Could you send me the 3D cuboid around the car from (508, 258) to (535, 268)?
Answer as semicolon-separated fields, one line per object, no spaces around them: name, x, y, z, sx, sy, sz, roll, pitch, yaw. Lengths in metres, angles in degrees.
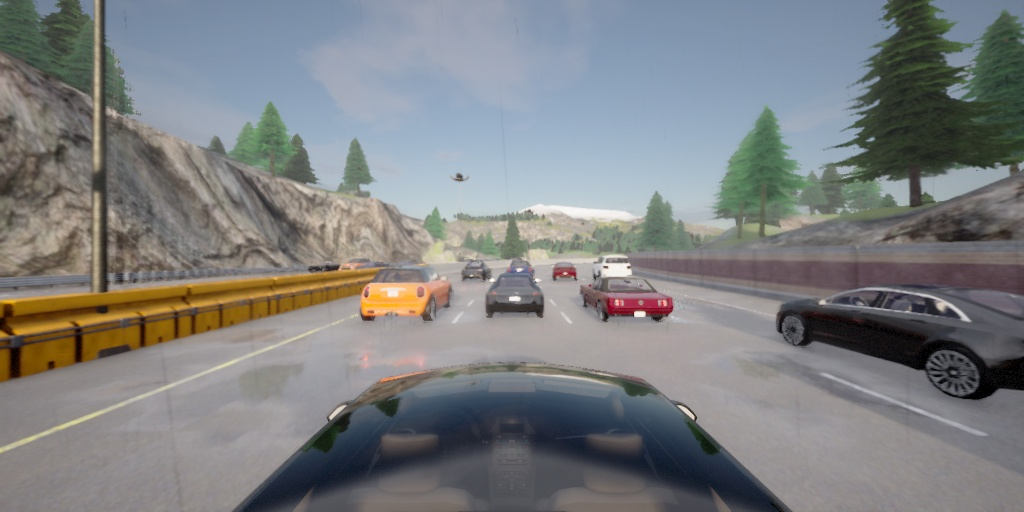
car;0.749;1.096;28.583;2.097;1.767;4.553;0;0;5

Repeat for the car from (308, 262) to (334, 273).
car;-22.241;1.343;43.189;1.895;1.301;4.718;0;0;10

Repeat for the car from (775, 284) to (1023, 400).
car;7.072;1.241;6.415;2.128;1.511;4.902;0;0;0

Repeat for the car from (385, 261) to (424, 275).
car;-12.039;1.290;40.621;2.033;1.411;5.357;0;0;9

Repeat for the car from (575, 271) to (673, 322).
car;3.601;1.348;12.272;1.895;1.301;4.718;0;0;0

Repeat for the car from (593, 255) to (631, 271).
car;7.676;0.965;27.858;2.150;2.045;5.566;0;0;5

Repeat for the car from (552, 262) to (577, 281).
car;4.446;1.221;30.494;1.882;1.535;5.008;0;0;6

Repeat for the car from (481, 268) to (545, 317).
car;0.104;1.311;13.237;1.994;1.385;4.181;0;0;0

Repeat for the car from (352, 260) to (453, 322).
car;-3.400;1.100;12.401;2.097;1.767;4.553;0;0;0

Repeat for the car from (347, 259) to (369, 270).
car;-15.663;1.290;40.207;2.033;1.411;5.357;0;0;9

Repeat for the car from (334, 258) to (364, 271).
car;-18.650;1.093;43.183;2.097;1.767;4.553;0;0;10

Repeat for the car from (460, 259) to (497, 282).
car;-2.748;1.235;28.828;2.128;1.511;4.902;0;0;5
